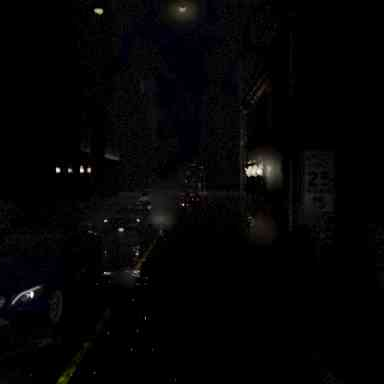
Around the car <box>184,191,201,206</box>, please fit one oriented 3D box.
[{"bbox_3d":[0.073,0.805,37.627,2.033,1.411,5.357,0,1,0],"label":"car"}]

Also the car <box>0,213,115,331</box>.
[{"bbox_3d":[-3.095,1.436,6.881,1.812,1.442,4.674,0,1,-1],"label":"car"}]

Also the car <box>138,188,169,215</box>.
[{"bbox_3d":[-3.119,0.712,27.421,2.150,2.045,5.566,0,1,0],"label":"car"}]

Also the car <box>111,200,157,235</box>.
[{"bbox_3d":[-3.114,1.308,16.840,1.895,1.301,4.718,0,1,0],"label":"car"}]

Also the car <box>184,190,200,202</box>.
[{"bbox_3d":[-0.025,0.532,48.341,2.128,1.511,4.902,0,1,0],"label":"car"}]
